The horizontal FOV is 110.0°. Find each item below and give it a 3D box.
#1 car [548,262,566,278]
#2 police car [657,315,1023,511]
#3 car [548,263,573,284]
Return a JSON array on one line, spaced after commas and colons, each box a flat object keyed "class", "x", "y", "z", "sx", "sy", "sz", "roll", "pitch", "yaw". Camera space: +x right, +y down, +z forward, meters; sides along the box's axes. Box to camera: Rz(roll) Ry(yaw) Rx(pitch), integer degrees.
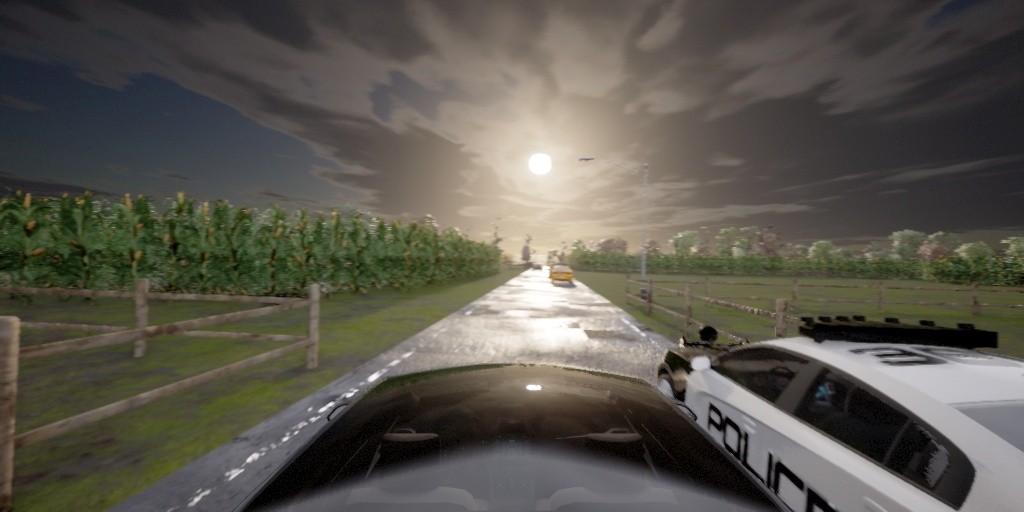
[{"class": "car", "x": 5.487, "y": 1.678, "z": 44.066, "sx": 2.097, "sy": 1.767, "sz": 4.553, "roll": 2, "pitch": -1, "yaw": 6}, {"class": "police car", "x": 2.577, "y": 1.260, "z": 2.601, "sx": 1.930, "sy": 1.638, "sz": 5.238, "roll": 2, "pitch": -1, "yaw": 5}, {"class": "car", "x": 4.486, "y": 1.672, "z": 32.779, "sx": 1.882, "sy": 1.535, "sz": 5.008, "roll": 2, "pitch": 0, "yaw": 6}]
